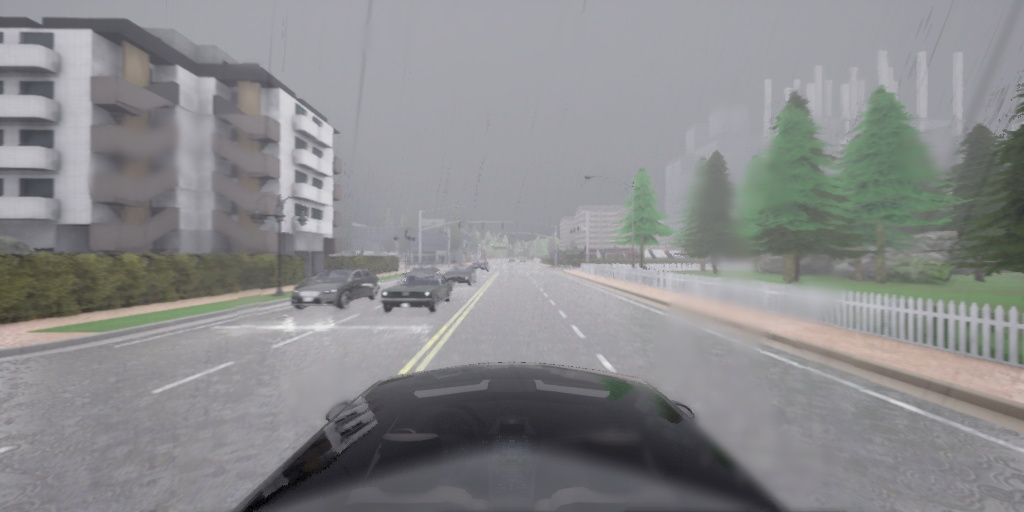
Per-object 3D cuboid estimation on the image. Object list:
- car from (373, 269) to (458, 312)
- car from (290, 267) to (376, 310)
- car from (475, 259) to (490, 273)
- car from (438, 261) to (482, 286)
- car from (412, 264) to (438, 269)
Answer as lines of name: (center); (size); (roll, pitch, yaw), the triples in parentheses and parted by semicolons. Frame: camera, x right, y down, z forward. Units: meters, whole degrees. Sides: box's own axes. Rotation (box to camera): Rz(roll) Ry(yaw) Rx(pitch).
car: (-3.595, 1.361, 14.330); (1.895, 1.301, 4.718); (0, 0, 0)
car: (-7.102, 1.253, 14.971); (2.128, 1.511, 4.902); (0, 0, 0)
car: (-3.504, 1.040, 40.933); (2.033, 1.411, 5.357); (0, 0, 0)
car: (-3.576, 1.318, 25.756); (2.033, 1.411, 5.357); (0, 0, 0)
car: (-7.062, 1.337, 29.263); (1.994, 1.385, 4.181); (0, 0, 0)
